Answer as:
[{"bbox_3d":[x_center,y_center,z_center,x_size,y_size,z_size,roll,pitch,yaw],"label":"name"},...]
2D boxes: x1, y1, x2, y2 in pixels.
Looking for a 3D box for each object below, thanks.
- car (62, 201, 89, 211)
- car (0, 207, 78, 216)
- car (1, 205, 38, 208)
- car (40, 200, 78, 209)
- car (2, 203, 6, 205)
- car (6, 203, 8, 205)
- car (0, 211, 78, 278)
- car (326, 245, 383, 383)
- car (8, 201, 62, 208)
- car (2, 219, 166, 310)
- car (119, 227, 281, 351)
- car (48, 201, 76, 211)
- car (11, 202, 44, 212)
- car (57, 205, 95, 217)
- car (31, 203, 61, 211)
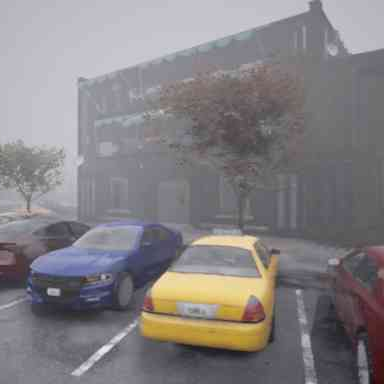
[{"bbox_3d":[-23.477,2.812,67.077,4.553,1.767,2.185,0,-2,15],"label":"car"},{"bbox_3d":[-6.514,1.493,11.609,2.231,1.521,4.892,1,-1,16],"label":"car"},{"bbox_3d":[-8.959,1.488,13.146,1.946,1.575,5.366,1,-1,16],"label":"car"},{"bbox_3d":[-17.755,2.167,43.551,5.566,2.045,2.435,1,-1,15],"label":"car"},{"bbox_3d":[-11.312,1.369,15.078,2.185,1.767,4.553,1,-1,16],"label":"car"},{"bbox_3d":[-32.959,2.435,53.512,4.892,1.521,2.231,0,-2,15],"label":"car"},{"bbox_3d":[-4.103,1.521,9.911,2.163,1.488,4.792,0,-1,16],"label":"car"},{"bbox_3d":[3.118,1.487,4.716,2.097,1.535,5.008,0,-1,15],"label":"car"},{"bbox_3d":[-19.344,2.313,41.025,5.366,1.575,1.946,1,-2,15],"label":"car"},{"bbox_3d":[-1.706,1.490,8.163,2.097,1.535,5.008,1,-1,16],"label":"car"},{"bbox_3d":[0.750,1.488,6.619,1.946,1.575,5.366,0,-1,16],"label":"car"},{"bbox_3d":[-25.234,2.722,64.658,4.553,1.767,2.185,0,-2,15],"label":"car"},{"bbox_3d":[-29.259,2.639,59.119,5.366,1.575,1.946,0,-2,15],"label":"car"},{"bbox_3d":[-16.060,2.557,46.015,4.674,1.452,2.002,1,-1,15],"label":"car"},{"bbox_3d":[-27.113,2.774,61.857,4.792,1.488,2.163,0,-2,15],"label":"car"}]
